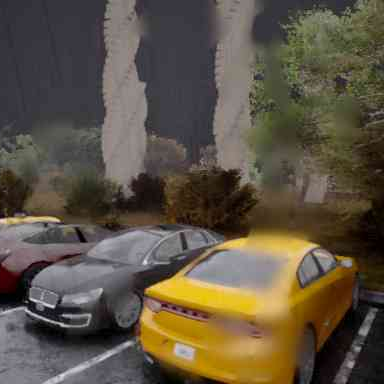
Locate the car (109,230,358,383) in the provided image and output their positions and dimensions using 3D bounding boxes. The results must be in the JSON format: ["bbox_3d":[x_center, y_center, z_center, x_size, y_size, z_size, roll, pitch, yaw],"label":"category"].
[{"bbox_3d":[1.350,1.476,5.404,2.097,1.535,5.008,0,0,36],"label":"car"}]

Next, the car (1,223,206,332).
[{"bbox_3d":[-0.884,1.470,7.012,2.231,1.521,4.892,0,0,36],"label":"car"}]

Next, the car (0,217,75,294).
[{"bbox_3d":[-3.110,1.490,8.628,2.163,1.488,4.792,0,0,36],"label":"car"}]

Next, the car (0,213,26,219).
[{"bbox_3d":[-5.482,1.444,10.057,1.946,1.575,5.366,0,0,36],"label":"car"}]
